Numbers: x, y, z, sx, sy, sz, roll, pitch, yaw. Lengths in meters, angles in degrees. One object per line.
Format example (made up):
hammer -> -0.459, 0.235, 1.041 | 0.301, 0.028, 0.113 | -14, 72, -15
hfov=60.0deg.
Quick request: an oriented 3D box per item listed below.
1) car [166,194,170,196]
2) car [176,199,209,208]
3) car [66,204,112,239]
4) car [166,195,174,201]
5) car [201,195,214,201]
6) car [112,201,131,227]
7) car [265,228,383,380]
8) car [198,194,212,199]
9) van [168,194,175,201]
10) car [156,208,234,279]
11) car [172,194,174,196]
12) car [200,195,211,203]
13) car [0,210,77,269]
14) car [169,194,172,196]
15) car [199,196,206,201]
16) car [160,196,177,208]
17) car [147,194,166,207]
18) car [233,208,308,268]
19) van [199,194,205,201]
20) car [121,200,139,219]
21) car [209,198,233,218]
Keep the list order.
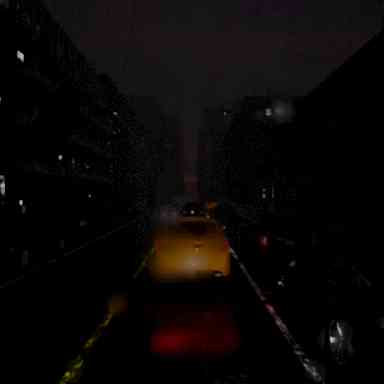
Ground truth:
car -> -5.680, 1.561, 62.357 | 2.008, 1.369, 4.403 | 0, 0, 0
car -> 0.067, 1.534, 26.902 | 2.033, 1.411, 5.357 | 0, 0, 0
car -> -5.682, 1.429, 16.839 | 1.967, 1.590, 4.097 | 0, 0, 0
car -> -5.680, 1.573, 84.949 | 1.752, 1.417, 4.829 | 0, 0, 0
car -> 2.363, 1.465, 38.615 | 1.882, 1.535, 5.008 | 0, 0, 0
car -> -5.683, 1.532, 22.528 | 1.887, 1.381, 4.507 | 0, 0, 0
car -> 2.697, 1.561, 5.453 | 1.947, 1.339, 4.313 | 0, 0, 0
car -> 2.701, 1.317, 56.665 | 2.192, 1.841, 5.009 | 0, 0, 0
van -> -5.677, 1.402, 90.806 | 1.690, 1.788, 3.998 | 0, 0, 0
car -> 0.053, 1.470, 10.065 | 1.882, 1.535, 5.008 | 0, 0, 1
car -> -5.678, 1.351, 79.428 | 2.192, 1.841, 5.009 | 0, 0, 0
car -> 2.701, 1.458, 68.045 | 1.967, 1.590, 4.097 | 0, 0, 0
car -> -5.684, 1.536, 11.148 | 1.887, 1.381, 4.507 | 0, 0, 0
car -> -5.680, 1.458, 68.048 | 1.967, 1.590, 4.097 | 0, 0, 0
car -> 2.700, 1.630, 85.115 | 1.802, 1.307, 4.206 | 0, 0, 0
car -> -3.084, 1.594, 47.506 | 1.895, 1.301, 4.718 | 0, 0, 0
car -> -5.680, 1.311, 50.977 | 2.192, 1.841, 5.009 | 0, 0, 0
car -> 2.698, 1.431, 11.144 | 1.967, 1.590, 4.097 | 0, 0, 0
van -> 2.702, 1.402, 90.804 | 1.690, 1.788, 3.998 | 0, 0, 0
car -> -5.681, 1.427, 28.217 | 1.967, 1.590, 4.097 | 0, 0, 0
car -> 2.698, 1.512, 28.383 | 1.752, 1.417, 4.829 | 0, 0, 0
